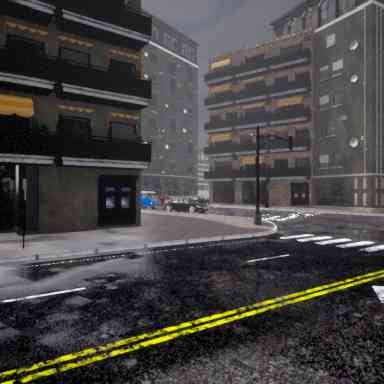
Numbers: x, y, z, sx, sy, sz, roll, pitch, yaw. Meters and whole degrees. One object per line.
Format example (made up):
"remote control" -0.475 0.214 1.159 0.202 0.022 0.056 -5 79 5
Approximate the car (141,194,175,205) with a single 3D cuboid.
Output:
"car" -4.414 0.962 42.608 4.206 1.307 1.802 1 0 37

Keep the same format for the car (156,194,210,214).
"car" -0.604 1.138 29.301 4.403 1.369 2.008 1 0 37

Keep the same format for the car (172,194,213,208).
"car" 0.013 1.042 39.301 4.403 1.369 2.008 1 0 37

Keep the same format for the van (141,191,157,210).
"van" -5.024 0.818 32.609 3.998 1.788 1.690 1 0 37
